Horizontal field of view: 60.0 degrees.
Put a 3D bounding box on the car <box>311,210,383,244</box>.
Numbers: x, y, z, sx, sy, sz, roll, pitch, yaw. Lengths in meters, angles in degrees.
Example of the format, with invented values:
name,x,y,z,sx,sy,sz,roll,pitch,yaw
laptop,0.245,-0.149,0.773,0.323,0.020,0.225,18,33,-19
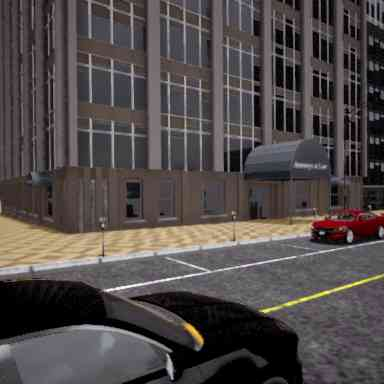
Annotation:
name,x,y,z,sx,sy,sz,roll,pitch,yaw
car,7.474,1.542,15.764,4.507,1.381,1.887,0,-1,-35

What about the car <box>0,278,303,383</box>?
name,x,y,z,sx,sy,sz,roll,pitch,yaw
car,-1.208,1.477,2.572,5.008,1.535,1.882,0,0,-35
